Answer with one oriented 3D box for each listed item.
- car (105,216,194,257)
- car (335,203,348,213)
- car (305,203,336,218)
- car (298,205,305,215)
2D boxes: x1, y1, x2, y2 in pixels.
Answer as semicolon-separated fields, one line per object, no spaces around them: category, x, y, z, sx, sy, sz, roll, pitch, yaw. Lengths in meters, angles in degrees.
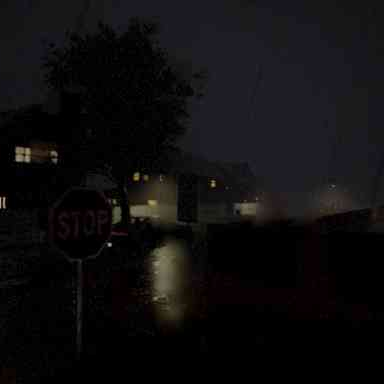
car;-1.787;1.825;14.701;2.128;1.511;4.902;1;0;35
car;20.988;2.325;47.795;2.097;1.767;4.553;1;-1;35
car;15.272;2.326;39.406;1.812;1.442;4.674;1;0;36
car;15.901;2.417;45.258;1.994;1.385;4.181;1;0;35
